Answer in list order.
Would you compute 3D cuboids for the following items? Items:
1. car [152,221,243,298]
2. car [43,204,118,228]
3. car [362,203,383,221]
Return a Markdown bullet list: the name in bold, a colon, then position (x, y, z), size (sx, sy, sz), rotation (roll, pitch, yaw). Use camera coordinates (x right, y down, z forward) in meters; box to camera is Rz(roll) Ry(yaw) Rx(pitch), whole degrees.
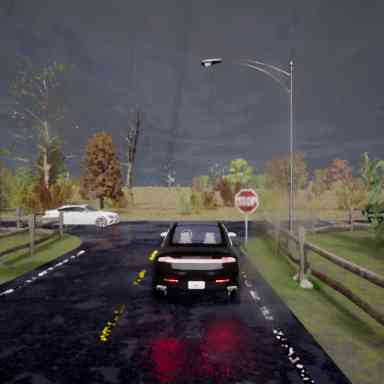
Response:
- **car**: position (0.152, 1.491, 8.515), size (2.128, 1.511, 4.902), rotation (0, 0, 2)
- **car**: position (-7.139, 1.533, 21.516), size (4.674, 1.442, 1.812), rotation (0, 0, 1)
- **car**: position (15.412, 1.186, 24.141), size (5.566, 2.045, 2.150), rotation (0, 0, 1)
